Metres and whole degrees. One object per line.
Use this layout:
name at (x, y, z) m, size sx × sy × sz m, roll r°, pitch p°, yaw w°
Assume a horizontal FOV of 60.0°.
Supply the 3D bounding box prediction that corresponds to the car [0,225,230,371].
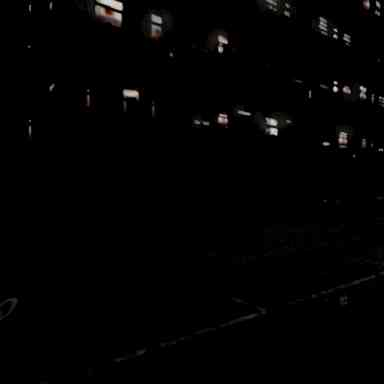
car at (-1.369, 1.413, 5.600) m, size 4.097 × 1.590 × 1.967 m, roll -1°, pitch 1°, yaw -36°
